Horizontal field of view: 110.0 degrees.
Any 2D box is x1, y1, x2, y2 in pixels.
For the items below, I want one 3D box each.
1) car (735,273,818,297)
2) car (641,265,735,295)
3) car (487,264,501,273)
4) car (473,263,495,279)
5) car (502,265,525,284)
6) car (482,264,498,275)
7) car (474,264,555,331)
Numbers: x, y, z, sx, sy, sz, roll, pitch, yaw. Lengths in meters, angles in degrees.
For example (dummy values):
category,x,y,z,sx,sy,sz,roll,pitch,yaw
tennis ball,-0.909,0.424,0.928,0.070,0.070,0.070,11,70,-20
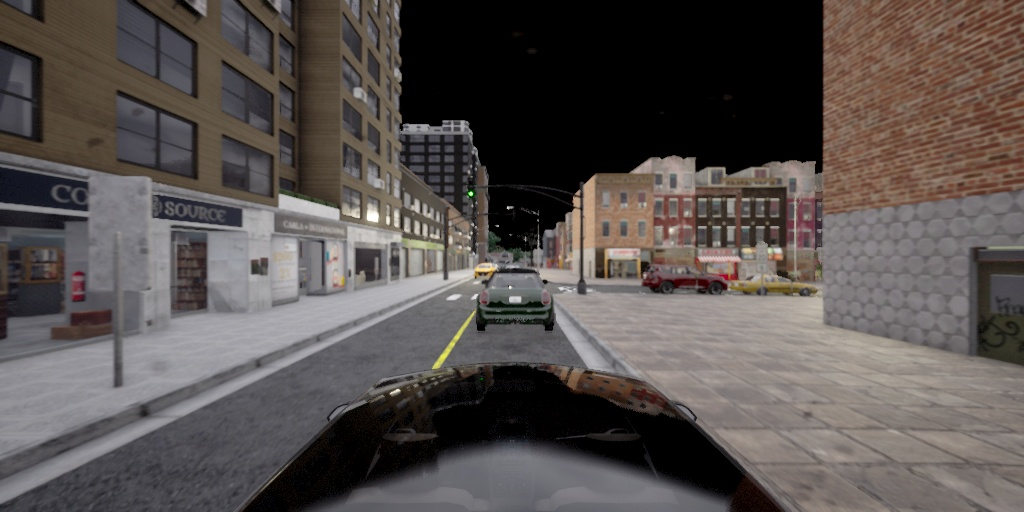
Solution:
category,x,y,z,sx,sy,sz,roll,pitch,yaw
car,16.505,1.795,22.693,4.829,1.417,1.751,0,0,0
car,10.790,1.483,22.703,5.009,1.841,2.192,0,0,0
car,-2.855,1.986,57.835,1.895,1.301,4.718,0,-1,0
car,-2.853,1.555,37.897,1.882,1.535,5.008,0,-1,1
car,0.091,1.509,30.186,1.812,1.442,4.674,0,-1,0
car,-2.857,1.734,47.312,1.812,1.442,4.674,0,-1,0
car,0.088,1.154,11.303,2.097,1.767,4.553,0,0,0
